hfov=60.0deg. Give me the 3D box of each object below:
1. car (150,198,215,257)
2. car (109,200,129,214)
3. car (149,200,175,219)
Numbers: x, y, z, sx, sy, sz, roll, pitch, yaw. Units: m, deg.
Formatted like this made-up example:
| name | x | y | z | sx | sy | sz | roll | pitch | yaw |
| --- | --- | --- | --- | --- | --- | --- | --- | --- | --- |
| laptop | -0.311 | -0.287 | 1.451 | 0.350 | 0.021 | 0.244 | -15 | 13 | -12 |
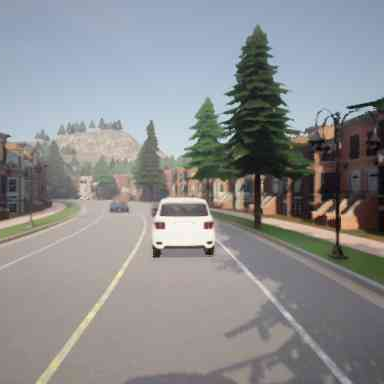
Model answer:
| name | x | y | z | sx | sy | sz | roll | pitch | yaw |
| --- | --- | --- | --- | --- | --- | --- | --- | --- | --- |
| car | -0.422 | 1.227 | 13.210 | 2.150 | 2.045 | 5.566 | 0 | 0 | -4 |
| car | -7.918 | 1.578 | 36.089 | 1.994 | 1.385 | 4.181 | 0 | 0 | -15 |
| car | -2.817 | 1.537 | 30.275 | 1.812 | 1.442 | 4.674 | 0 | 0 | -11 |
